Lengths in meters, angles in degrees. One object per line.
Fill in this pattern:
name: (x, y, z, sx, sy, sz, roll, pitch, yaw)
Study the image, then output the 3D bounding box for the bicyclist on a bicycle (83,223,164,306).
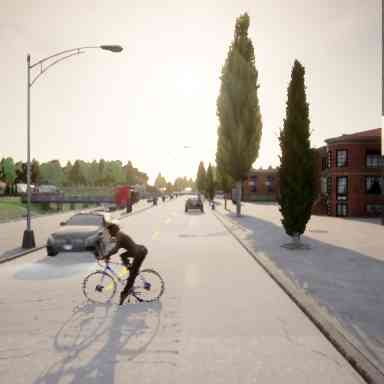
bicyclist on a bicycle: (-1.395, 1.451, 6.682, 1.656, 1.620, 0.582, -2, 0, 1)

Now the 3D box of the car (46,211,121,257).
car: (-4.015, 1.525, 13.111, 1.812, 1.442, 4.674, 0, 0, 0)

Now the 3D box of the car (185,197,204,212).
car: (0.265, 1.352, 39.144, 2.097, 1.767, 4.553, 0, 0, 0)

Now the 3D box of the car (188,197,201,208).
car: (0.300, 1.525, 48.920, 1.812, 1.442, 4.674, 0, 0, 0)
